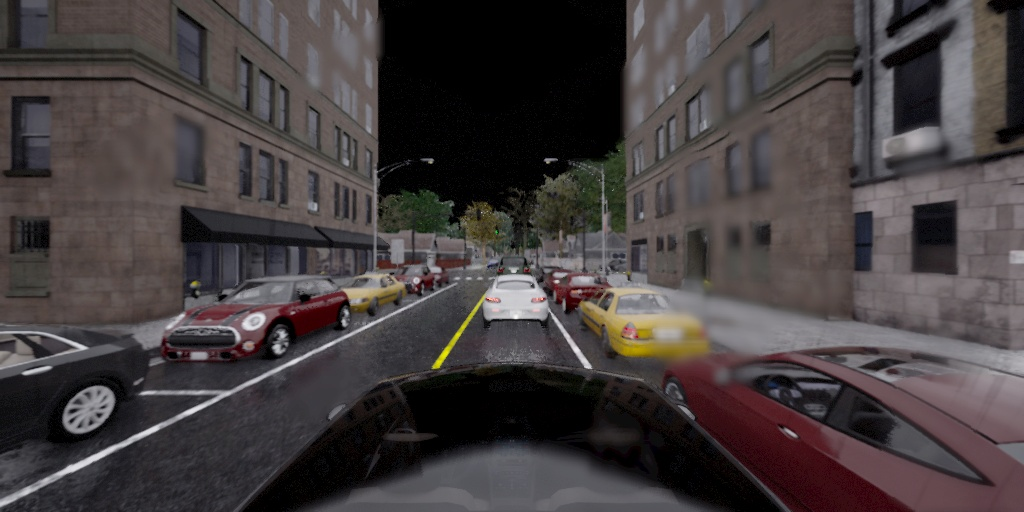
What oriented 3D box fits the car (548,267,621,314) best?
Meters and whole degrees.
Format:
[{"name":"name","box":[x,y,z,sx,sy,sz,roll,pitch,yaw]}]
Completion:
[{"name":"car","box":[2.640,1.310,13.689,1.888,1.381,4.507,0,0,0]}]

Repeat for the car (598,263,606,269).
[{"name":"car","box":[13.989,1.226,47.684,4.892,1.490,1.837,0,0,1]}]

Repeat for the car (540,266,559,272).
[{"name":"car","box":[2.641,1.355,19.207,1.802,1.307,4.207,0,0,0]}]

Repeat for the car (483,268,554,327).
[{"name":"car","box":[0.101,1.287,11.399,1.812,1.442,4.674,0,0,0]}]

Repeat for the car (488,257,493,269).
[{"name":"car","box":[-3.064,1.330,60.520,1.882,1.535,5.008,0,0,0]}]

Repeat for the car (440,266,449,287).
[{"name":"car","box":[-5.382,1.363,24.726,1.802,1.307,4.207,0,0,0]}]

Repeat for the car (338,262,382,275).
[{"name":"car","box":[-17.297,1.464,41.018,4.181,1.385,1.994,0,0,0]}]

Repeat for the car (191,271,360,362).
[{"name":"car","box":[-5.387,1.197,8.169,1.967,1.591,4.097,0,0,0]}]

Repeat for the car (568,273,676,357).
[{"name":"car","box":[2.638,1.283,8.341,1.751,1.417,4.829,0,0,0]}]

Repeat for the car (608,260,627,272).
[{"name":"car","box":[14.492,1.279,44.443,4.181,1.385,1.994,0,0,0]}]

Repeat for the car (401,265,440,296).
[{"name":"car","box":[-5.384,1.212,19.207,1.967,1.591,4.097,0,0,0]}]

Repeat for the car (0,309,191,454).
[{"name":"car","box":[-5.388,1.301,2.651,2.007,1.370,4.403,0,0,0]}]

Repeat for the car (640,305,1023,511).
[{"name":"car","box":[2.637,1.333,2.652,1.802,1.307,4.207,0,0,0]}]

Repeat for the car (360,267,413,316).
[{"name":"car","box":[-5.385,1.290,13.518,1.751,1.417,4.829,0,0,0]}]

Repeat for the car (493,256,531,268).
[{"name":"car","box":[0.105,1.001,23.808,2.150,2.045,5.566,0,0,0]}]
